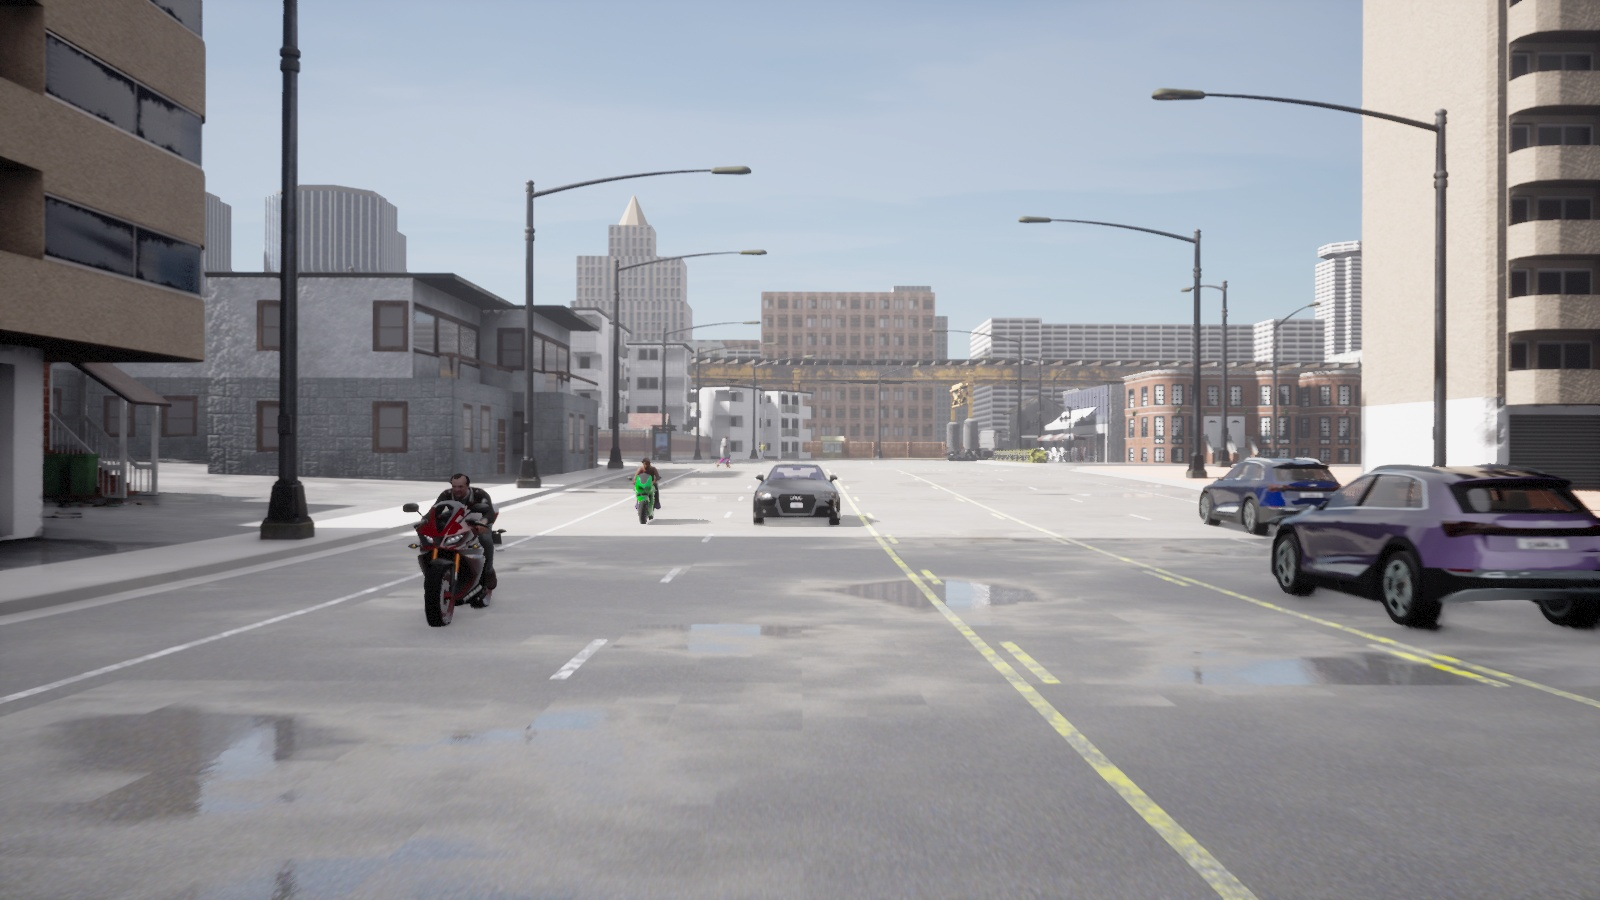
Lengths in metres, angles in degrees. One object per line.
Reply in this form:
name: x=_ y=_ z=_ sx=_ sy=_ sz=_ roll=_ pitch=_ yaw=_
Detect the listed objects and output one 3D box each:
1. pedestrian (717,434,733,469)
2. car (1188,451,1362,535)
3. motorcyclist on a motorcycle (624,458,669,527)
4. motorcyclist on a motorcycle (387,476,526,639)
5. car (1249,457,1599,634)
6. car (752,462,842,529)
pedestrian: x=-4.185 y=0.068 z=70.170 sx=0.873 sy=1.952 sz=0.659 roll=0 pitch=0 yaw=-4
car: x=10.434 y=0.878 z=28.020 sx=2.033 sy=1.649 sz=4.856 roll=0 pitch=1 yaw=0
motorcyclist on a motorcycle: x=-3.569 y=0.971 z=29.380 sx=0.797 sy=1.523 sz=2.044 roll=0 pitch=1 yaw=0
motorcyclist on a motorcycle: x=-3.530 y=1.053 z=13.126 sx=0.866 sy=1.530 sz=2.191 roll=0 pitch=-1 yaw=0
car: x=6.967 y=0.913 z=14.187 sx=2.033 sy=1.649 sz=4.856 roll=0 pitch=0 yaw=0
car: x=-0.071 y=1.030 z=30.003 sx=1.994 sy=1.385 sz=4.181 roll=0 pitch=1 yaw=0
